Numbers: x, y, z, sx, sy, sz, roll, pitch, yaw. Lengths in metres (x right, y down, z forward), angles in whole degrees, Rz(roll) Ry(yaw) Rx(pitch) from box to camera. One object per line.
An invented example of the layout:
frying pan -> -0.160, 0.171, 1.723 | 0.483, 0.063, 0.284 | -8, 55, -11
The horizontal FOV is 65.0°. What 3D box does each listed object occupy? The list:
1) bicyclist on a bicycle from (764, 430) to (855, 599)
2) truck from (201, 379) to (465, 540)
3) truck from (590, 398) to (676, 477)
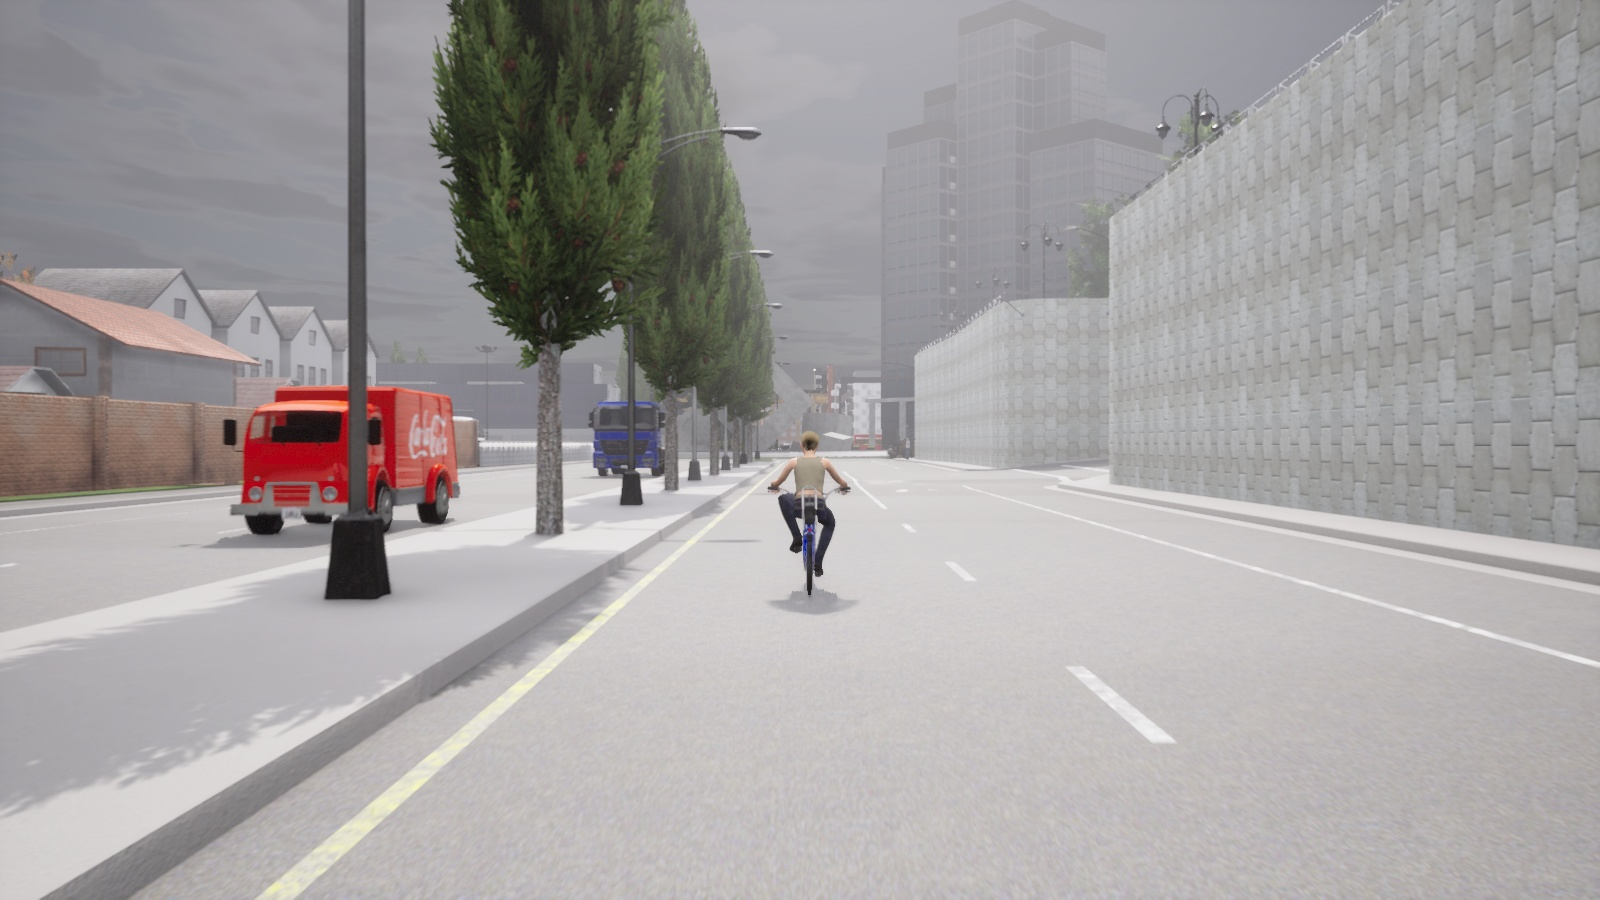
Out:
bicyclist on a bicycle -> 0.094, 0.611, 12.714 | 0.866, 1.612, 1.509 | 0, 0, 0
truck -> -7.859, 0.130, 21.866 | 2.627, 2.467, 5.204 | 0, 0, 0
truck -> -7.647, -0.572, 58.577 | 2.891, 3.462, 7.936 | 0, 0, 0
